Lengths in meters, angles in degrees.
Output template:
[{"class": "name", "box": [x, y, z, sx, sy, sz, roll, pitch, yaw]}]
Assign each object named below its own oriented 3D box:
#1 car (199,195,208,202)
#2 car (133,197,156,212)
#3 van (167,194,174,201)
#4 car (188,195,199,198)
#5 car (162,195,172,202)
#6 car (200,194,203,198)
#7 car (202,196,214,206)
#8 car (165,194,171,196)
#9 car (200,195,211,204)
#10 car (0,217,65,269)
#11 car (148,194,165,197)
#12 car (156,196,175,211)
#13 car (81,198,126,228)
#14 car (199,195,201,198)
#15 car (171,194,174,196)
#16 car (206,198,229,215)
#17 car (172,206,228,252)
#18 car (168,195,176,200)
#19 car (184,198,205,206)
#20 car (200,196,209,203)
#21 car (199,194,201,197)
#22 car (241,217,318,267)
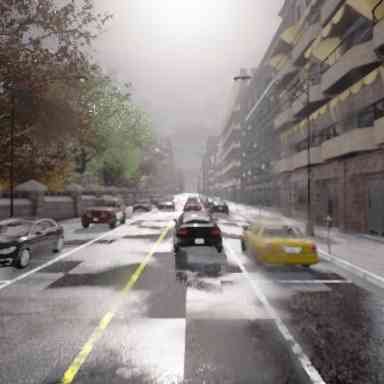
[{"class": "car", "box": [2.664, 1.510, 77.521, 1.752, 1.417, 4.829, 1, 0, 0]}, {"class": "car", "box": [-5.697, 1.558, 38.683, 1.947, 1.339, 4.313, 1, 0, 0]}, {"class": "van", "box": [-5.726, 1.324, 88.394, 1.690, 1.788, 3.998, 1, 0, 0]}, {"class": "car", "box": [0.068, 1.465, 62.352, 1.882, 1.535, 5.008, 0, 0, 0]}, {"class": "car", "box": [-5.716, 1.529, 77.347, 1.887, 1.381, 4.507, 1, 0, 0]}, {"class": "car", "box": [2.680, 1.430, 49.734, 1.967, 1.590, 4.097, 1, 0, 0]}, {"class": "car", "box": [2.680, 1.557, 44.211, 1.947, 1.339, 4.313, 1, 0, 0]}, {"class": "car", "box": [-5.710, 1.531, 66.301, 1.887, 1.381, 4.507, 1, 0, 0]}, {"class": "car", "box": [2.672, 1.427, 66.305, 1.967, 1.590, 4.097, 1, 0, 0]}, {"class": "car", "box": [-5.683, 1.549, 11.066, 2.008, 1.369, 4.403, 1, 0, 0]}, {"class": "car", "box": [-5.698, 1.304, 49.730, 2.192, 1.841, 5.009, 1, 0, 0]}, {"class": "car", "box": [-3.078, 1.556, 40.693, 1.994, 1.385, 4.181, 0, 0, 0]}, {"class": "car", "box": [-5.684, 1.310, 22.113, 2.192, 1.841, 5.009, 1, 0, 0]}, {"class": "car", "box": [2.675, 1.533, 55.256, 1.887, 1.381, 4.507, 1, 0, 0]}, {"class": "car", "box": [-5.709, 1.300, 71.823, 2.192, 1.841, 5.009, 1, 0, 0]}, {"class": "car", "box": [2.685, 1.559, 33.163, 1.947, 1.339, 4.313, 1, 0, 0]}, {"class": "car", "box": [0.172, 1.523, 13.729, 1.812, 1.442, 4.674, 0, 0, -2]}, {"class": "car", "box": [-5.708, 1.549, 93.918, 1.947, 1.339, 4.313, 1, 0, 0]}, {"class": "car", "box": [0.082, 1.593, 35.798, 1.895, 1.301, 4.718, 0, 0, 0]}, {"class": "car", "box": [2.666, 1.568, 71.828, 1.802, 1.307, 4.206, 1, 0, 0]}, {"class": "car", "box": [2.673, 1.513, 60.951, 1.752, 1.417, 4.829, 1, 0, 0]}, {"class": "car", "box": [2.697, 1.523, 11.239, 1.752, 1.417, 4.829, 1, 0, 0]}]
